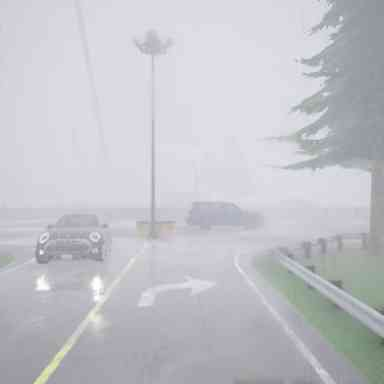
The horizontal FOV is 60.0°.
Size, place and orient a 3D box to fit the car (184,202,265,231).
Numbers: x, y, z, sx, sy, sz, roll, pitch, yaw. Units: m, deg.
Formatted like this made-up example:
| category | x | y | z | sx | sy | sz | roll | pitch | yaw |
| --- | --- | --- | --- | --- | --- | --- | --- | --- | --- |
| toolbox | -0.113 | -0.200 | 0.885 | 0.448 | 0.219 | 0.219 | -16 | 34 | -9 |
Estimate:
| category | x | y | z | sx | sy | sz | roll | pitch | yaw |
| --- | --- | --- | --- | --- | --- | --- | --- | --- | --- |
| car | 2.393 | 1.725 | 24.173 | 5.566 | 2.045 | 2.150 | 0 | -1 | -2 |

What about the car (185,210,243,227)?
| category | x | y | z | sx | sy | sz | roll | pitch | yaw |
| --- | --- | --- | --- | --- | --- | --- | --- | --- | --- |
| car | 1.747 | 2.150 | 27.650 | 4.718 | 1.301 | 1.895 | 0 | -1 | -1 |

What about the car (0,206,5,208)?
| category | x | y | z | sx | sy | sz | roll | pitch | yaw |
| --- | --- | --- | --- | --- | --- | --- | --- | --- | --- |
| car | -25.711 | 2.270 | 41.137 | 4.892 | 1.490 | 1.837 | 0 | -1 | -2 |

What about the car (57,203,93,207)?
| category | x | y | z | sx | sy | sz | roll | pitch | yaw |
| --- | --- | --- | --- | --- | --- | --- | --- | --- | --- |
| car | -16.643 | 2.370 | 48.377 | 4.674 | 1.442 | 1.812 | 0 | -1 | -1 |

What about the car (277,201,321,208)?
| category | x | y | z | sx | sy | sz | roll | pitch | yaw |
| --- | --- | --- | --- | --- | --- | --- | --- | --- | --- |
| car | 13.877 | 2.208 | 42.172 | 4.902 | 1.511 | 2.128 | 0 | -1 | -1 |

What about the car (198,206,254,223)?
| category | x | y | z | sx | sy | sz | roll | pitch | yaw |
| --- | --- | --- | --- | --- | --- | --- | --- | --- | --- |
| car | 3.105 | 2.084 | 31.188 | 4.902 | 1.511 | 2.128 | 0 | -1 | -1 |

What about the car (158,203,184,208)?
| category | x | y | z | sx | sy | sz | roll | pitch | yaw |
| --- | --- | --- | --- | --- | --- | --- | --- | --- | --- |
| car | -2.995 | 2.398 | 52.233 | 4.674 | 1.442 | 1.812 | 0 | -1 | -1 |

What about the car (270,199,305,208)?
| category | x | y | z | sx | sy | sz | roll | pitch | yaw |
| --- | --- | --- | --- | --- | --- | --- | --- | --- | --- |
| car | 13.766 | 2.158 | 49.170 | 4.553 | 1.767 | 2.097 | 0 | -1 | -1 |

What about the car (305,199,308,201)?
| category | x | y | z | sx | sy | sz | roll | pitch | yaw |
| --- | --- | --- | --- | --- | --- | --- | --- | --- | --- |
| car | 15.800 | 2.067 | 52.725 | 5.566 | 2.045 | 2.150 | -1 | -1 | -2 |

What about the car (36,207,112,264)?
| category | x | y | z | sx | sy | sz | roll | pitch | yaw |
| --- | --- | --- | --- | --- | --- | --- | --- | --- | --- |
| car | -4.246 | 1.576 | 12.651 | 2.097 | 1.767 | 4.553 | 0 | -4 | -9 |
